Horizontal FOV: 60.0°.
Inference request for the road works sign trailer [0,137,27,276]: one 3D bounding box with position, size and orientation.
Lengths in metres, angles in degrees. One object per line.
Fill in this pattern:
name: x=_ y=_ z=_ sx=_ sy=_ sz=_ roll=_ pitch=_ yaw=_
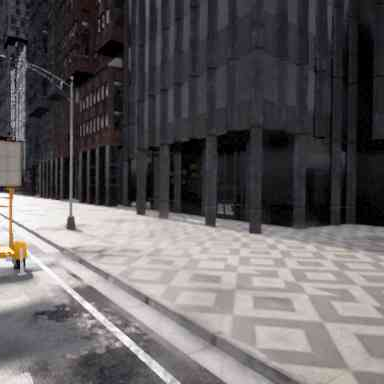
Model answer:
road works sign trailer: x=-5.863 y=0.269 z=8.875 sx=2.380 sy=3.560 sz=2.880 roll=0 pitch=1 yaw=-36
